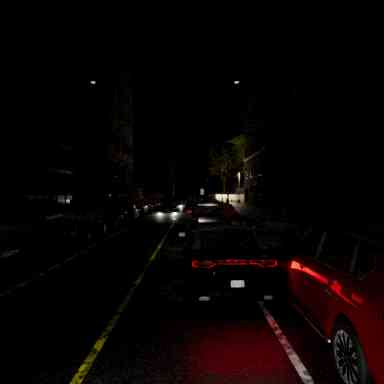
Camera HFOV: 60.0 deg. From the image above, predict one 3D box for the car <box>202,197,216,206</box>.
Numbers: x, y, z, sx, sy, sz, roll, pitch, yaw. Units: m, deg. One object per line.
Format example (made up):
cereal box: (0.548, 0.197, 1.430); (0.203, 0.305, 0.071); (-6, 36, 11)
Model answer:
car: (2.759, 1.581, 54.700); (1.947, 1.339, 4.313); (0, 0, 0)

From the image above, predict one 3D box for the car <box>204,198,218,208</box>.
car: (2.747, 1.593, 49.182); (1.802, 1.307, 4.206); (0, 0, 0)

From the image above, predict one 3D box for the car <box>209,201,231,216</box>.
car: (2.709, 1.582, 32.627); (1.802, 1.307, 4.206); (0, 0, 0)

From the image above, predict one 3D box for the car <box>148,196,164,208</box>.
car: (-5.279, 1.451, 49.198); (1.967, 1.590, 4.097); (0, 0, 0)

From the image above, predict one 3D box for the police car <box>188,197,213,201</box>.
police car: (0.878, 1.424, 24.518); (1.930, 1.638, 5.238); (0, 0, 0)

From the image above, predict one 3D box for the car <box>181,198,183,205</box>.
car: (-2.618, 1.525, 59.615); (1.837, 1.490, 4.892); (0, 0, 0)

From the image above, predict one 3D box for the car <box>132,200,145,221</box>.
car: (-5.328, 1.565, 27.124); (1.947, 1.339, 4.313); (0, 0, 0)

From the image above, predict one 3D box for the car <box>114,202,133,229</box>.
car: (-5.341, 1.543, 21.605); (1.887, 1.381, 4.507); (0, 0, 0)

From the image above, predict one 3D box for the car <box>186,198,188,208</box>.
car: (0.105, 1.609, 45.620); (1.895, 1.301, 4.718); (0, 0, 0)

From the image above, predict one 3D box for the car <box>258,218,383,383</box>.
car: (2.646, 1.315, 5.036); (2.192, 1.841, 5.009); (0, 0, 0)

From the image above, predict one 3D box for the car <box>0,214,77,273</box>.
car: (-5.366, 1.581, 10.567); (1.802, 1.307, 4.206); (0, 0, 0)

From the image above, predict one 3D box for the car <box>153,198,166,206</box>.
car: (-5.266, 1.597, 54.717); (1.802, 1.307, 4.206); (0, 0, 0)

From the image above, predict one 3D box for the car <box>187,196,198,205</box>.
car: (0.134, 1.545, 59.779); (1.812, 1.442, 4.674); (0, 0, 0)

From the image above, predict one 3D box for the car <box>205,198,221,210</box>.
car: (2.734, 1.552, 43.664); (1.887, 1.381, 4.507); (0, 0, 0)

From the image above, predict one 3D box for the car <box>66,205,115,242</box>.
car: (-5.354, 1.550, 16.086); (2.008, 1.369, 4.403); (0, 0, 0)

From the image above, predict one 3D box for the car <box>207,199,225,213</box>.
car: (2.722, 1.529, 38.316); (1.752, 1.417, 4.829); (0, 0, 0)

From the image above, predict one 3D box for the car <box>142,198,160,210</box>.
car: (-5.292, 1.532, 43.509); (1.752, 1.417, 4.829); (0, 0, 0)

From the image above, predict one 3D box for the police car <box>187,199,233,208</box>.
police car: (0.864, 1.424, 18.518); (1.930, 1.638, 5.238); (0, 0, 0)

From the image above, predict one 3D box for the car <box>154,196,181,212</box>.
car: (-2.763, 1.355, 38.288); (2.097, 1.767, 4.553); (0, 0, 0)

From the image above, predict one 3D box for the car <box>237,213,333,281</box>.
car: (2.655, 1.525, 10.722); (1.752, 1.417, 4.829); (0, 0, 0)

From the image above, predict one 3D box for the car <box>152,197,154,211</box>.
car: (-5.304, 1.443, 38.161); (1.967, 1.590, 4.097); (0, 0, 0)

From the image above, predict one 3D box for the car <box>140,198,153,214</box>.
car: (-5.316, 1.551, 32.642); (2.008, 1.369, 4.403); (0, 0, 0)

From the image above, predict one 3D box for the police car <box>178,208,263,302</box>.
police car: (0.693, 1.425, 8.482); (1.930, 1.638, 5.238); (0, 0, -3)
